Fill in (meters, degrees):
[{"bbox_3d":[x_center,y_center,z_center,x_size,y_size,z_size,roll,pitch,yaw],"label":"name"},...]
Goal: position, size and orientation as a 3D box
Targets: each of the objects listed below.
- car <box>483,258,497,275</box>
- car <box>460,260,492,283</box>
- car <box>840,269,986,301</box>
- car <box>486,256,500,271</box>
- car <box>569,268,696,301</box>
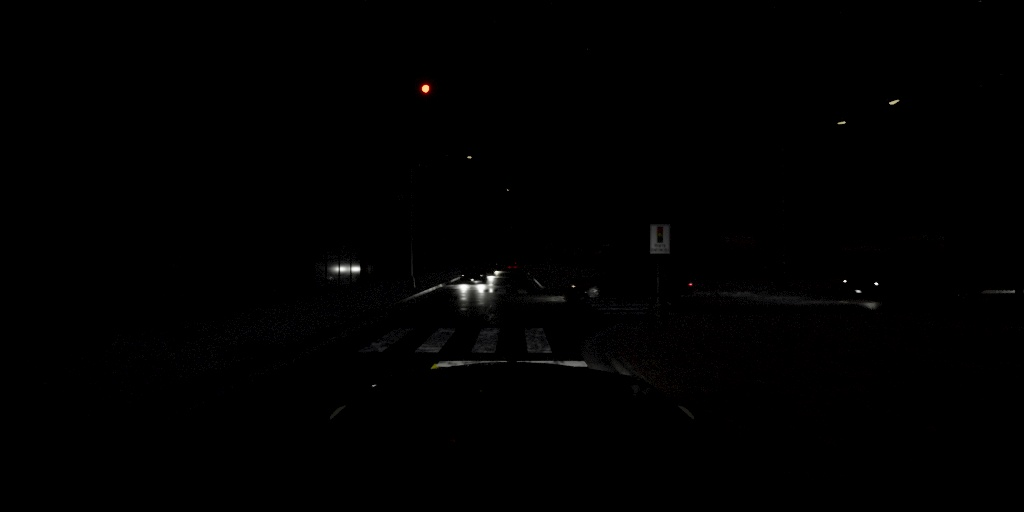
[{"bbox_3d":[-2.875,1.268,38.465,1.837,1.490,4.892,0,0,0],"label":"car"},{"bbox_3d":[-2.883,1.303,28.057,2.033,1.411,5.357,0,0,-1],"label":"car"},{"bbox_3d":[17.627,1.245,15.963,4.718,1.301,1.895,0,0,0],"label":"car"},{"bbox_3d":[-2.871,0.998,50.706,2.150,2.045,5.566,0,0,0],"label":"car"},{"bbox_3d":[5.350,1.257,16.433,5.357,1.411,2.033,0,0,7],"label":"car"}]
